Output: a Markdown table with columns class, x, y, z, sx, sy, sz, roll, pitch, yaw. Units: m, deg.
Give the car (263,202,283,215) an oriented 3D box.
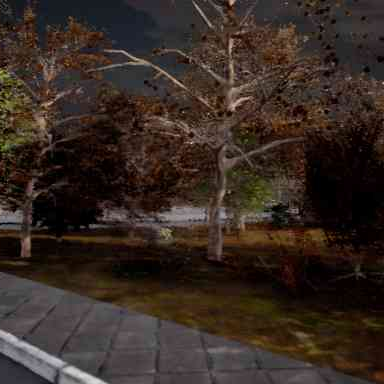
| class | x | y | z | sx | sy | sz | roll | pitch | yaw |
| --- | --- | --- | --- | --- | --- | --- | --- | --- | --- |
| car | 10.357 | 2.012 | 43.263 | 5.008 | 1.535 | 1.882 | 2 | 3 | -43 |
